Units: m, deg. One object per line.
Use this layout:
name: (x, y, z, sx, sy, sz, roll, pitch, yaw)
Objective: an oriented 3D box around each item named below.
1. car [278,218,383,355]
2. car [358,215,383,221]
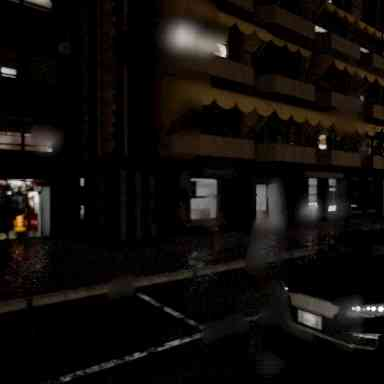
car: (3.590, 1.460, 5.970, 4.902, 1.511, 2.128, 0, 0, -36)
car: (6.357, 1.492, 11.162, 4.403, 1.369, 2.008, 0, 0, -36)
